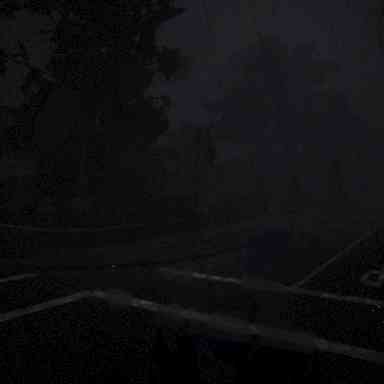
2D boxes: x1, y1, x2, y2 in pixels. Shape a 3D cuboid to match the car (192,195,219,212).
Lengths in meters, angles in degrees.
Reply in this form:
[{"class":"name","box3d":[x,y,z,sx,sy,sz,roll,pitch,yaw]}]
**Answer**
[{"class":"car","box3d":[1.027,1.040,31.290,3.806,1.475,1.970,1,0,36]}]
